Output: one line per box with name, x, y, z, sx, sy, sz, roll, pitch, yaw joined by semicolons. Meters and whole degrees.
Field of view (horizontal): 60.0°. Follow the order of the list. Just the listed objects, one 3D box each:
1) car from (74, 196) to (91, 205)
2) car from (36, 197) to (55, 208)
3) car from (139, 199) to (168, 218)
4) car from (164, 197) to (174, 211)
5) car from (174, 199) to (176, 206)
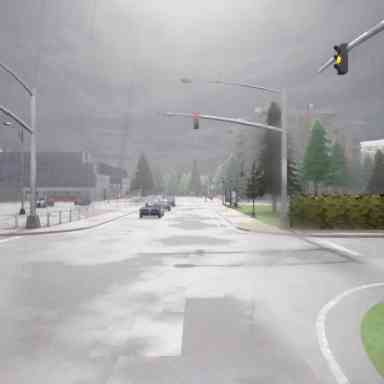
car;-17.424;1.374;53.006;1.845;1.501;3.633;0;0;0
car;-20.482;1.384;45.617;1.970;1.475;3.806;0;0;0
car;-3.582;1.601;30.241;1.895;1.301;4.718;0;0;0
car;-3.568;1.564;40.237;1.994;1.385;4.181;0;0;0
car;-3.521;1.478;50.720;1.882;1.535;5.008;0;0;0
